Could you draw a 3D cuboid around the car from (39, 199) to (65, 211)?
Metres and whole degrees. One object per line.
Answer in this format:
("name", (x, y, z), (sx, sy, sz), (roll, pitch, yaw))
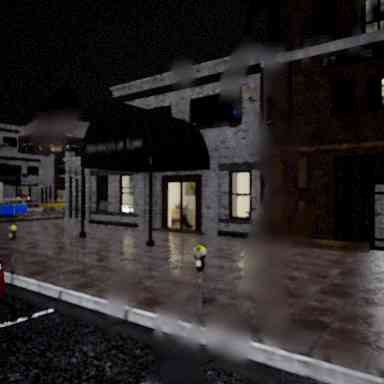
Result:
("car", (-17.318, 1.646, 43.204), (1.752, 1.417, 4.829), (0, 0, 35))

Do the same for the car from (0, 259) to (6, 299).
("car", (-5.610, 1.561, 6.865), (4.507, 1.381, 1.887), (0, 0, 35))

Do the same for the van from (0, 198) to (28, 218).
("van", (-16.710, 1.473, 29.475), (1.690, 1.788, 3.998), (0, 0, 35))
